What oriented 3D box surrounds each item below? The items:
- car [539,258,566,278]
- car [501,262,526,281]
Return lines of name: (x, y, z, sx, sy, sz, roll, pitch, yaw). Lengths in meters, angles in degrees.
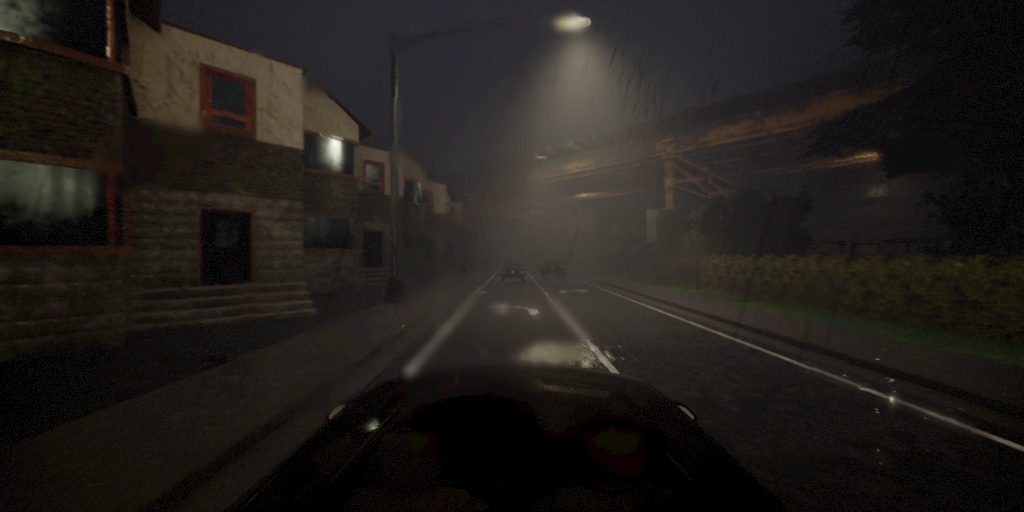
car: (3.563, 0.991, 32.311, 2.097, 1.767, 4.553, 0, 0, 0)
car: (0.115, 1.199, 28.534, 2.033, 1.411, 5.357, 0, 0, 2)
